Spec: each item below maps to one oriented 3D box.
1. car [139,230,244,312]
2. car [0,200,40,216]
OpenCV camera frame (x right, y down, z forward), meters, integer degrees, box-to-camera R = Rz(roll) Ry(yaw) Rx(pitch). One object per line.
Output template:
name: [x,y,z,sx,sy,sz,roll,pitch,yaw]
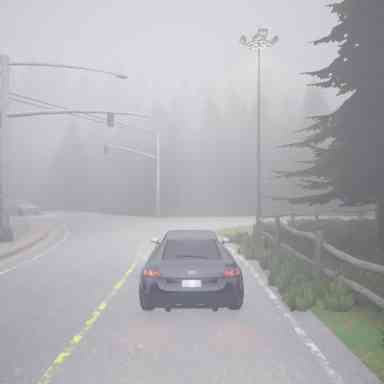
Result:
car: [-0.030,1.564,7.803,1.994,1.385,4.181,0,0,-1]
car: [-17.064,1.526,32.839,4.674,1.442,1.812,0,0,30]
